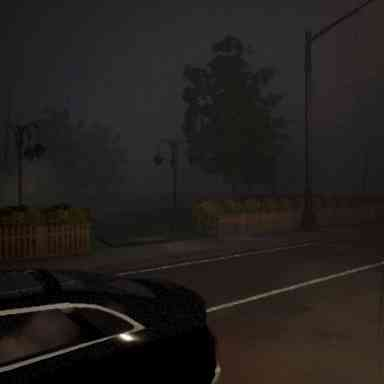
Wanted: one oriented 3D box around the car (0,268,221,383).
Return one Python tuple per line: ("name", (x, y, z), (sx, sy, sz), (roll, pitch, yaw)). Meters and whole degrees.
("car", (-2.024, 1.492, 2.542), (4.902, 1.511, 2.128), (-1, 0, -35))
